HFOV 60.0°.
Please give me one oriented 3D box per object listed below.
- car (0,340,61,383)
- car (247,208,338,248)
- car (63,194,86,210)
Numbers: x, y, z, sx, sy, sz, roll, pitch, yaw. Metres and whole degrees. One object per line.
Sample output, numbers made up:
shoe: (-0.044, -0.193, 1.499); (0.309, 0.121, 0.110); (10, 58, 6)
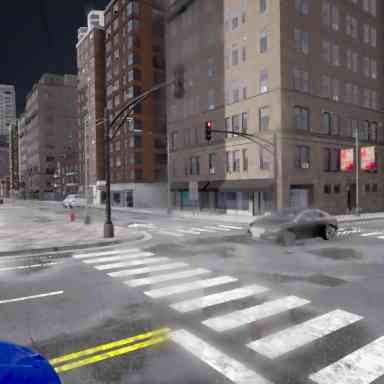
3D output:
car: (-3.098, 1.478, 1.238); (5.008, 1.535, 1.882); (0, 0, -35)
car: (4.613, 1.491, 14.960); (4.902, 1.511, 2.128); (0, 0, -36)
car: (-16.556, 1.344, 47.004); (2.150, 2.045, 5.566); (-1, 1, -35)
